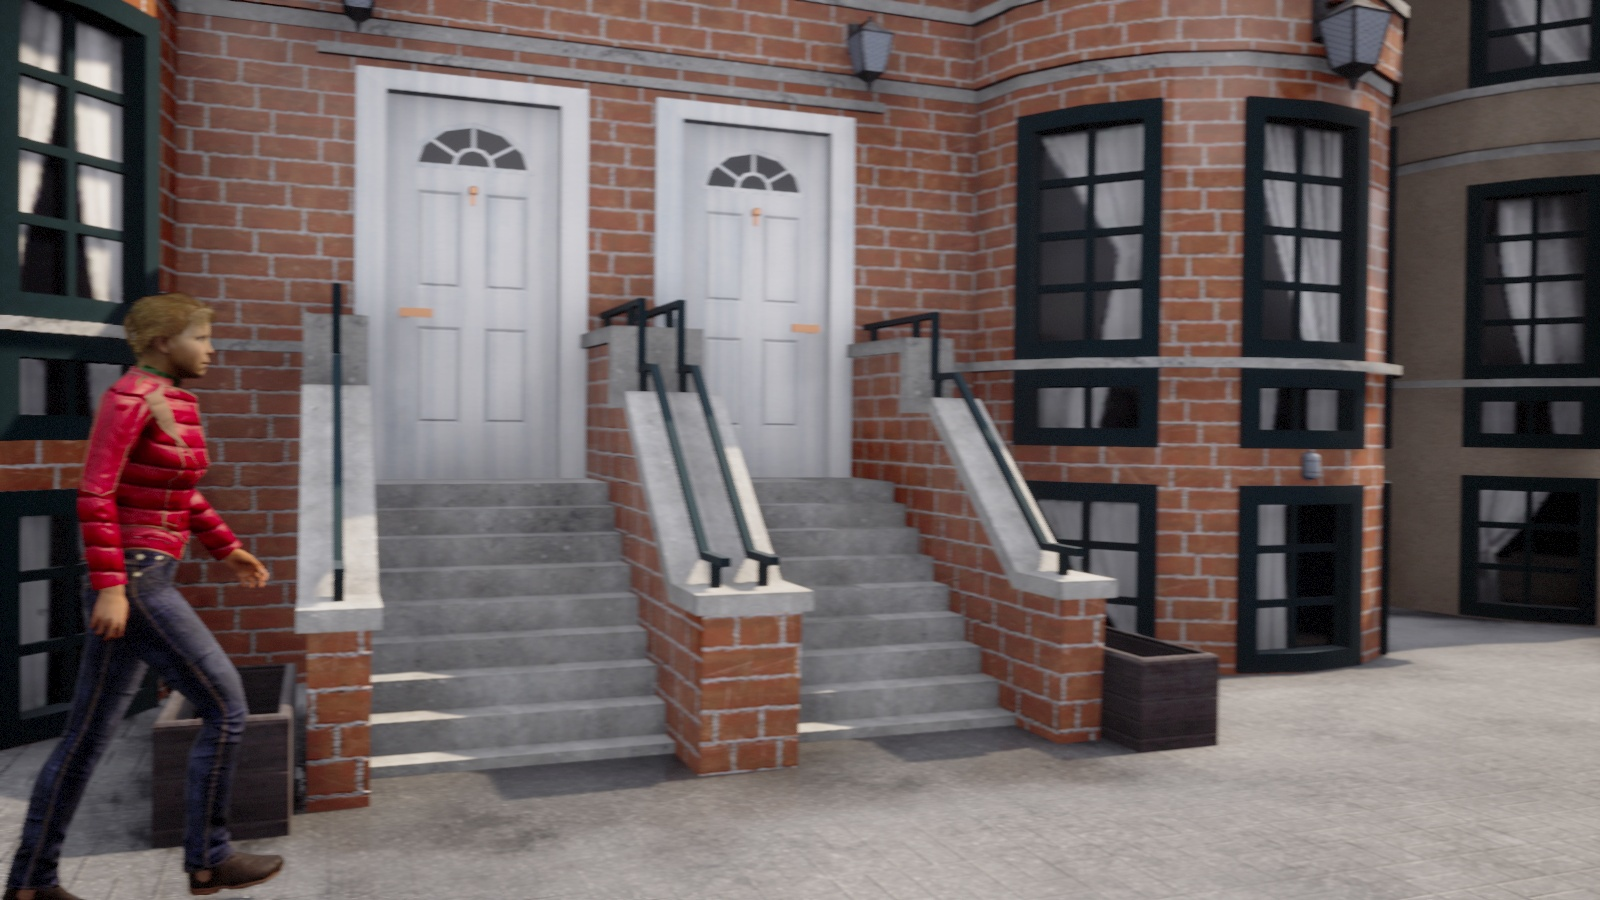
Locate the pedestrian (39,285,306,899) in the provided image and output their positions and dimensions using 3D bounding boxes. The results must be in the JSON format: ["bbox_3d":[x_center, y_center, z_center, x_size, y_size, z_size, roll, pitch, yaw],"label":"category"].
[{"bbox_3d":[-1.819,0.467,3.697,0.636,1.846,0.331,-1,1,-20],"label":"pedestrian"}]
